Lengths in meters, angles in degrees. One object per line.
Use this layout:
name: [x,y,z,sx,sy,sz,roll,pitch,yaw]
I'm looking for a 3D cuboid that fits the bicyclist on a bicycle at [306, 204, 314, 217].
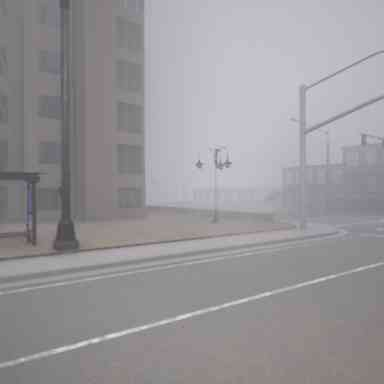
bicyclist on a bicycle: [14.644,2.260,41.522,1.656,1.620,0.582,-1,-7,-36]
